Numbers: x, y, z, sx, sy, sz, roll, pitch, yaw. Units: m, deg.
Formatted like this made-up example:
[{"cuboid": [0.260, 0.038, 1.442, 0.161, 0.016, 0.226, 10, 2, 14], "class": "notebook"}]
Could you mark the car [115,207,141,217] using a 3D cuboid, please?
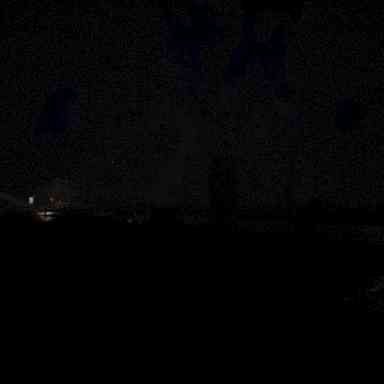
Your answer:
[{"cuboid": [-8.524, 2.653, 44.545, 1.895, 1.301, 4.718, -3, 0, -35], "class": "car"}]
